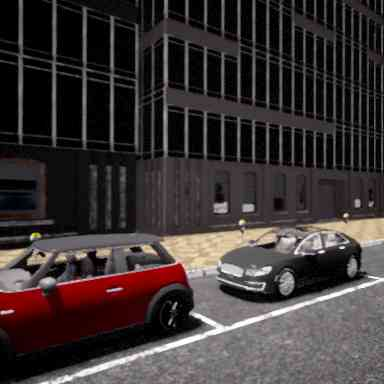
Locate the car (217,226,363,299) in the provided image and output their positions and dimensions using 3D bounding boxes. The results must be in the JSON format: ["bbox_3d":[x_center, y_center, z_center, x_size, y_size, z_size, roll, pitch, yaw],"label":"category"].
[{"bbox_3d":[2.608,1.577,8.421,4.403,1.369,2.008,0,0,-36],"label":"car"}]

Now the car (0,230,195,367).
[{"bbox_3d":[-2.025,1.445,5.115,4.097,1.590,1.967,0,0,-36],"label":"car"}]
